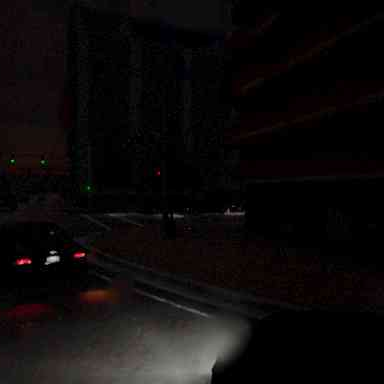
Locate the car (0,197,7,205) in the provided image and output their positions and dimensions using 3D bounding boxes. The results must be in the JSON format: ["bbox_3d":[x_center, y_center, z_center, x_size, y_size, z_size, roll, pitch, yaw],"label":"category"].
[{"bbox_3d":[-36.410,1.627,62.628,2.033,1.411,5.357,0,0,-23],"label":"car"}]

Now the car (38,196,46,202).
[{"bbox_3d":[-37.141,1.645,82.240,2.033,1.411,5.357,0,0,-23],"label":"car"}]

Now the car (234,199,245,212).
[{"bbox_3d":[6.615,1.590,40.272,4.892,1.490,1.837,0,0,-23],"label":"car"}]

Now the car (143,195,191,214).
[{"bbox_3d":[-2.532,1.312,36.463,5.566,2.045,2.150,0,0,-23],"label":"car"}]

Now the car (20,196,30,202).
[{"bbox_3d":[-38.159,1.578,75.688,1.882,1.535,5.008,0,0,-23],"label":"car"}]

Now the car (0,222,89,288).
[{"bbox_3d":[-4.659,1.560,9.456,2.033,1.411,5.357,0,0,-38],"label":"car"}]

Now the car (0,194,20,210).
[{"bbox_3d":[-24.447,1.282,43.775,2.150,2.045,5.566,0,0,-24],"label":"car"}]

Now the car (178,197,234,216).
[{"bbox_3d":[1.461,1.589,34.334,4.892,1.490,1.837,0,0,-23],"label":"car"}]

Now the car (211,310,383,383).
[{"bbox_3d":[2.706,1.547,2.141,5.357,1.411,2.033,0,0,35],"label":"car"}]
